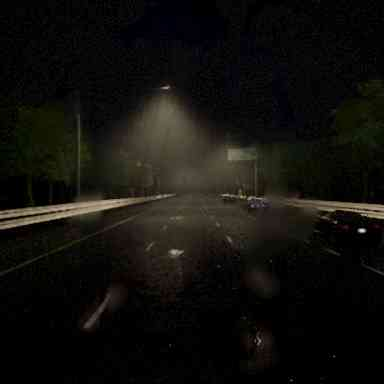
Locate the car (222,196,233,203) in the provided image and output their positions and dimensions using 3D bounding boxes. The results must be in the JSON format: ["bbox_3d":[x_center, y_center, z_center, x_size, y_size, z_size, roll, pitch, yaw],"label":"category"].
[{"bbox_3d":[7.247,1.543,68.343,1.994,1.385,4.181,0,0,0],"label":"car"}]

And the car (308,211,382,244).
[{"bbox_3d":[7.013,1.571,15.717,1.994,1.385,4.181,0,0,0],"label":"car"}]

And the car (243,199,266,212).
[{"bbox_3d":[7.077,1.552,38.008,2.033,1.411,5.357,0,0,0],"label":"car"}]
